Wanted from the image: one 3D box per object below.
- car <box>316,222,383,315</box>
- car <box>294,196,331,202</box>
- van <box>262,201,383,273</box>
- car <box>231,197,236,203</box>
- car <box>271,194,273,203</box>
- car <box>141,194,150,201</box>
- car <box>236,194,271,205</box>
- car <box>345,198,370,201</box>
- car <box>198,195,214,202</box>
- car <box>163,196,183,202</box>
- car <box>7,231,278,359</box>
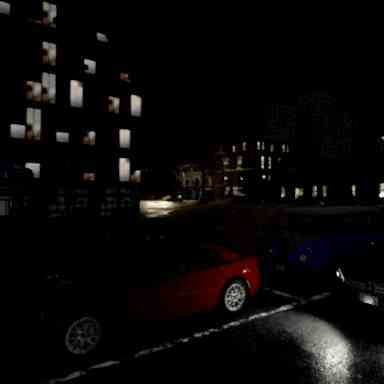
[{"bbox_3d":[4.787,1.479,6.794,4.674,1.442,1.812,0,0,-35],"label":"car"},{"bbox_3d":[15.163,1.258,42.805,1.967,1.590,4.097,0,0,-35],"label":"car"},{"bbox_3d":[3.848,1.291,9.251,3.998,1.788,1.690,0,1,-36],"label":"van"},{"bbox_3d":[9.544,1.430,65.932,1.967,1.590,4.097,0,0,-35],"label":"car"},{"bbox_3d":[12.734,1.280,61.389,2.192,1.841,5.009,0,0,-35],"label":"car"},{"bbox_3d":[-13.198,1.621,83.932,1.947,1.339,4.313,0,0,-35],"label":"car"},{"bbox_3d":[10.105,1.390,54.912,2.128,1.511,4.902,1,0,-35],"label":"car"},{"bbox_3d":[22.866,1.448,46.857,1.947,1.339,4.313,0,0,-35],"label":"car"},{"bbox_3d":[3.176,1.483,75.024,1.967,1.590,4.097,0,0,-35],"label":"car"},{"bbox_3d":[-3.612,1.500,70.107,1.752,1.417,4.829,0,0,-35],"label":"car"},{"bbox_3d":[-0.747,1.529,5.974,4.507,1.381,1.887,0,1,-36],"label":"car"}]
